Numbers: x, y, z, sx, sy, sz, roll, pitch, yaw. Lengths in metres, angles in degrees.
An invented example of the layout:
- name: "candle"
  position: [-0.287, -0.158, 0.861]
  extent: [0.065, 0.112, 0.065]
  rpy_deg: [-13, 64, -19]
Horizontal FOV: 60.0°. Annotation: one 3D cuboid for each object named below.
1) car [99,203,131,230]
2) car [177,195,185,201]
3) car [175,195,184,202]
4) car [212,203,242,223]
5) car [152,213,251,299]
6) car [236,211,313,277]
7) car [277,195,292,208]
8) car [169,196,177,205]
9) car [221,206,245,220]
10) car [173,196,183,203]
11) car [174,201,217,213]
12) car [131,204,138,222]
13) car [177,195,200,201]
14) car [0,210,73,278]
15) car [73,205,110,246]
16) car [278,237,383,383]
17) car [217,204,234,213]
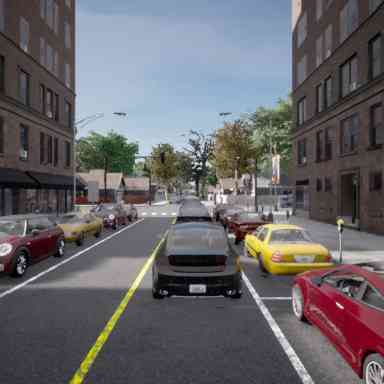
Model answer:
- name: "car"
  position: [-5.375, 1.449, 20.980]
  extent: [1.967, 1.590, 4.097]
  rpy_deg: [0, 0, 0]
- name: "car"
  position: [-3.023, 1.634, 91.535]
  extent: [2.128, 1.511, 4.902]
  rpy_deg: [0, 0, 0]
- name: "car"
  position: [-3.004, 1.613, 81.278]
  extent: [2.128, 1.511, 4.902]
  rpy_deg: [0, 0, 0]
- name: "car"
  position: [2.655, 1.578, 26.494]
  extent: [1.947, 1.339, 4.313]
  rpy_deg: [0, 0, 0]
- name: "car"
  position: [0.107, 1.507, 8.458]
  extent: [1.837, 1.490, 4.892]
  rpy_deg: [0, 0, 0]
- name: "car"
  position: [2.642, 1.528, 10.110]
  extent: [1.752, 1.417, 4.829]
  rpy_deg: [0, 0, 0]
- name: "car"
  position: [14.287, 1.456, 46.210]
  extent: [4.674, 1.442, 1.812]
  rpy_deg: [0, 0, -2]
- name: "car"
  position: [-3.065, 1.578, 61.046]
  extent: [1.812, 1.442, 4.674]
  rpy_deg: [0, 0, 2]
- name: "car"
  position: [2.646, 1.550, 15.458]
  extent: [1.887, 1.381, 4.507]
  rpy_deg: [0, 0, 0]
- name: "car"
  position: [-2.986, 1.569, 71.118]
  extent: [1.837, 1.490, 4.892]
  rpy_deg: [0, 0, 0]
- name: "car"
  position: [0.112, 1.485, 18.112]
  extent: [1.882, 1.535, 5.008]
  rpy_deg: [0, 0, 0]
- name: "car"
  position: [-5.370, 1.594, 26.499]
  extent: [1.802, 1.307, 4.206]
  rpy_deg: [0, 0, 0]
- name: "car"
  position: [0.008, 1.365, 28.955]
  extent: [2.097, 1.767, 4.553]
  rpy_deg: [0, 0, 0]
- name: "car"
  position: [-5.383, 1.443, 9.943]
  extent: [1.967, 1.590, 4.097]
  rpy_deg: [0, 0, 0]
- name: "car"
  position: [-5.379, 1.531, 15.291]
  extent: [1.752, 1.417, 4.829]
  rpy_deg: [0, 0, 0]
- name: "car"
  position: [2.638, 1.582, 4.421]
  extent: [1.802, 1.307, 4.206]
  rpy_deg: [0, 0, 0]
- name: "car"
  position: [2.651, 1.591, 20.976]
  extent: [1.802, 1.307, 4.206]
  rpy_deg: [0, 0, 0]
